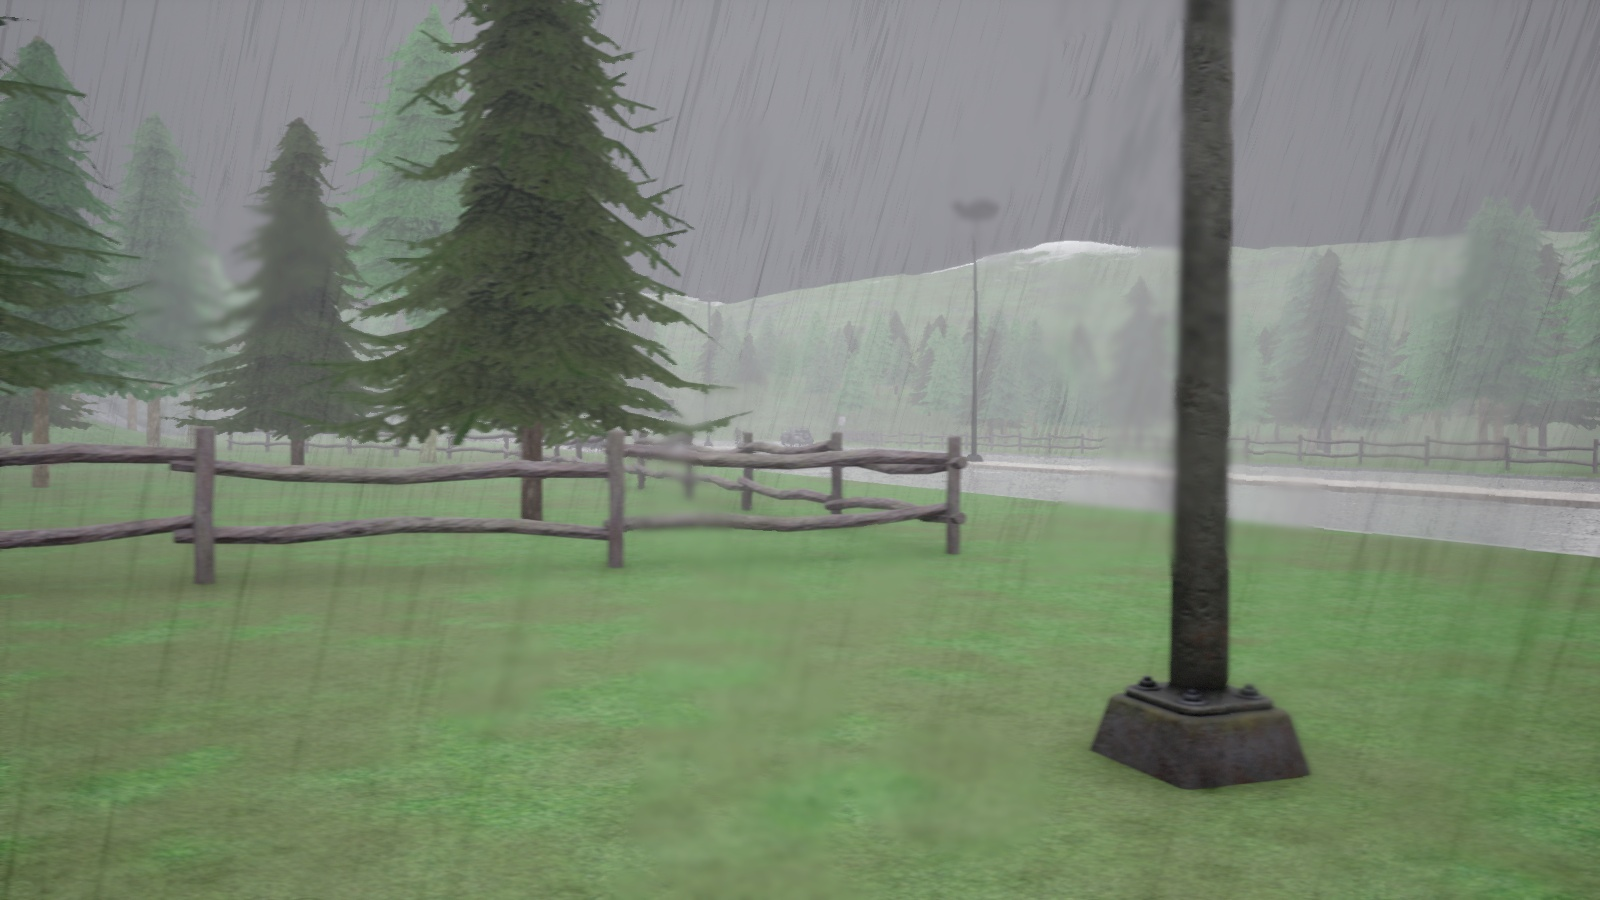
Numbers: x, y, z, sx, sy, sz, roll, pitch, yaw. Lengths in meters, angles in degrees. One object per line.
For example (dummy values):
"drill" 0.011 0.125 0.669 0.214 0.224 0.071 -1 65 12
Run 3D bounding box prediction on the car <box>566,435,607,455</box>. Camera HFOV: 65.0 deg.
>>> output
"car" -14.574 -0.339 85.403 1.895 1.301 4.718 -1 1 -20
